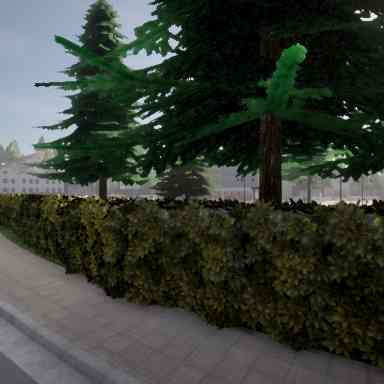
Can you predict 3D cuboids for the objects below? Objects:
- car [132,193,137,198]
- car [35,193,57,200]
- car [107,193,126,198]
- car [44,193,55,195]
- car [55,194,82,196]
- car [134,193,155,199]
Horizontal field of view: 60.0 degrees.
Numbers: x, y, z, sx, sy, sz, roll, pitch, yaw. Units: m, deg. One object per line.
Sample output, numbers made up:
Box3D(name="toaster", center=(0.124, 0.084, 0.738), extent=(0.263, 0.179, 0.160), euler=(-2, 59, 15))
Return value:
Box3D(name="car", center=(-10.889, 1.097, 77.775), extent=(4.605, 1.855, 1.932), euler=(0, 0, -36))
Box3D(name="car", center=(-36.329, 1.097, 82.718), extent=(4.605, 1.855, 1.932), euler=(0, 0, -36))
Box3D(name="car", center=(-20.372, 1.154, 90.295), extent=(5.027, 1.636, 2.152), euler=(0, 0, -36))
Box3D(name="car", center=(-29.650, 1.298, 72.179), extent=(4.514, 1.523, 2.007), euler=(0, 0, -36))
Box3D(name="car", center=(-23.862, 1.320, 64.033), extent=(3.633, 1.501, 1.845), euler=(0, 0, -36))
Box3D(name="car", center=(-7.941, 1.384, 60.690), extent=(3.806, 1.475, 1.970), euler=(0, 0, -36))
